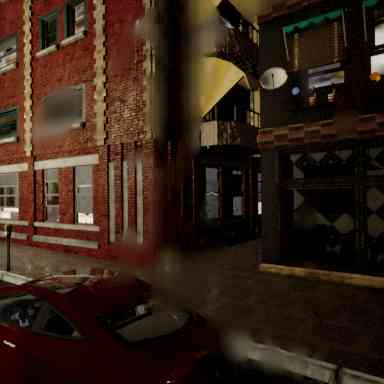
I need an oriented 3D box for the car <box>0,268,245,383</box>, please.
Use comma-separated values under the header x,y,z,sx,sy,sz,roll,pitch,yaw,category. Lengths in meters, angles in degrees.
x,y,z,sx,sy,sz,roll,pitch,yaw,category
-1.444,1.583,3.879,4.206,1.307,1.802,0,-1,36,car
